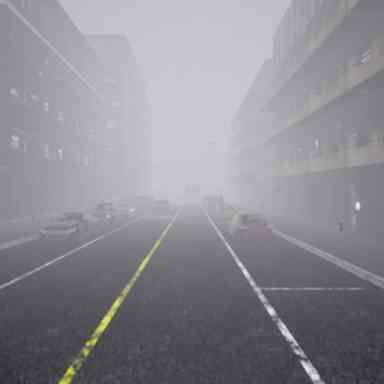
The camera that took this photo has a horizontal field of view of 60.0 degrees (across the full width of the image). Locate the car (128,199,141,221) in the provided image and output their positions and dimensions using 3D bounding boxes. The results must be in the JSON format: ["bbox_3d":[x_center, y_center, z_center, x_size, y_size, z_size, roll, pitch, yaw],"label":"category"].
[{"bbox_3d":[-5.676,1.561,27.022,2.008,1.369,4.403,-1,0,0],"label":"car"}]

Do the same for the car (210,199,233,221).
[{"bbox_3d":[2.671,1.535,27.166,1.752,1.417,4.829,-1,0,0],"label":"car"}]

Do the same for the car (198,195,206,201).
[{"bbox_3d":[2.651,1.563,88.789,1.752,1.417,4.829,-1,0,0],"label":"car"}]

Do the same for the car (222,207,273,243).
[{"bbox_3d":[2.676,1.588,15.792,1.802,1.307,4.206,-1,0,0],"label":"car"}]

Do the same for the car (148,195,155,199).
[{"bbox_3d":[-5.707,1.332,43.828,2.192,1.841,5.009,-1,0,0],"label":"car"}]

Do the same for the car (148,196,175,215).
[{"bbox_3d":[-3.107,1.491,35.017,1.882,1.535,5.008,0,0,0],"label":"car"}]

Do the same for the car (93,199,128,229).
[{"bbox_3d":[-5.675,1.448,21.420,1.967,1.590,4.097,-1,0,0],"label":"car"}]

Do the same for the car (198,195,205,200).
[{"bbox_3d":[2.650,1.607,94.221,1.947,1.339,4.313,-1,0,0],"label":"car"}]

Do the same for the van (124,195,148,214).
[{"bbox_3d":[-5.680,1.354,32.624,1.690,1.788,3.998,-1,0,0],"label":"van"}]

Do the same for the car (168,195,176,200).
[{"bbox_3d":[-5.730,1.592,94.247,2.008,1.369,4.403,-1,0,0],"label":"car"}]

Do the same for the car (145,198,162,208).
[{"bbox_3d":[-5.723,1.570,49.431,2.008,1.369,4.403,-1,0,0],"label":"car"}]

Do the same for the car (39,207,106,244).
[{"bbox_3d":[-5.672,1.588,15.818,1.802,1.307,4.206,-1,0,0],"label":"car"}]

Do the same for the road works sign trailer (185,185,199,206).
[{"bbox_3d":[-0.014,0.486,55.253,2.380,3.560,2.880,0,0,1],"label":"road works sign trailer"}]

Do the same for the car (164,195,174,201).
[{"bbox_3d":[-5.726,1.586,83.043,2.008,1.369,4.403,-1,0,0],"label":"car"}]

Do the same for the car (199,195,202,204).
[{"bbox_3d":[2.661,1.334,49.405,2.192,1.841,5.009,-1,0,0],"label":"car"}]

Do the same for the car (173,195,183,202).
[{"bbox_3d":[-3.024,1.511,76.276,2.128,1.511,4.902,0,0,0],"label":"car"}]

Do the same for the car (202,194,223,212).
[{"bbox_3d":[2.665,1.329,38.201,2.192,1.841,5.009,-1,0,0],"label":"car"}]
